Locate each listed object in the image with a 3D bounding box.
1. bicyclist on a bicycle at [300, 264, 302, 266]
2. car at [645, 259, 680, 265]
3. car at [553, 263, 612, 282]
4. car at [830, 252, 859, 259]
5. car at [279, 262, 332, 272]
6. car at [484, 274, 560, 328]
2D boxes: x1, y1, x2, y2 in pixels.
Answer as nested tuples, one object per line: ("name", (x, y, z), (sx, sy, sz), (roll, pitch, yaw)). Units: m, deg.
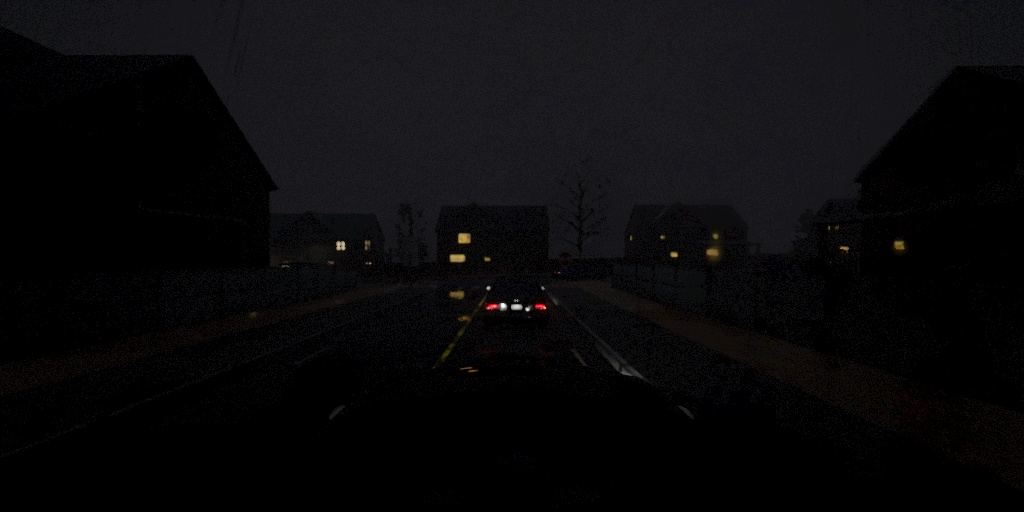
("bicyclist on a bicycle", (-20.098, 1.585, 34.247), (0.582, 1.620, 1.656), (-1, 1, 0))
("car", (12.635, 1.043, 31.328), (4.892, 1.490, 1.837), (-2, 1, 0))
("car", (5.859, 1.272, 28.636), (5.357, 1.411, 2.033), (-2, 0, -14))
("car", (28.809, 0.511, 31.310), (4.553, 1.767, 2.097), (-1, 1, 0))
("car", (-15.672, 1.456, 28.391), (5.566, 2.045, 2.150), (-1, 1, 0))
("car", (0.120, 1.345, 11.518), (2.033, 1.411, 5.357), (0, 0, 0))
